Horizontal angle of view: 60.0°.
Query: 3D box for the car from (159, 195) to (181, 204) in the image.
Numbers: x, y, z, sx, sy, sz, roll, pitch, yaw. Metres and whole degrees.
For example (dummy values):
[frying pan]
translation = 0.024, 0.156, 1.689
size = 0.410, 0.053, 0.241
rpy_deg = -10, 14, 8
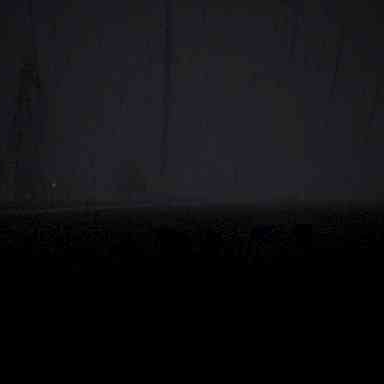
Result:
[car]
translation = -4.124, 1.275, 63.140
size = 1.882, 1.535, 5.008
rpy_deg = 1, 1, 38
